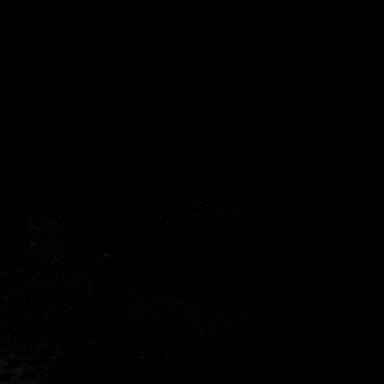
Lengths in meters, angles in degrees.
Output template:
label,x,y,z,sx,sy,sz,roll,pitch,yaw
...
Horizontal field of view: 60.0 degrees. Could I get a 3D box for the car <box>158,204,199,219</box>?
label,x,y,z,sx,sy,sz,roll,pitch,yaw
car,-1.299,1.881,32.425,2.033,1.411,5.357,0,0,36
